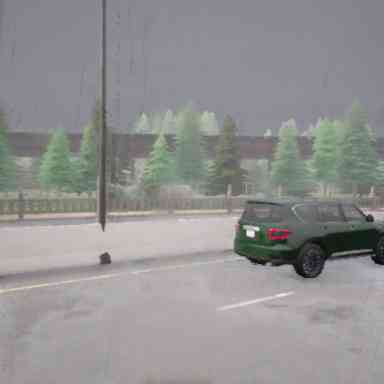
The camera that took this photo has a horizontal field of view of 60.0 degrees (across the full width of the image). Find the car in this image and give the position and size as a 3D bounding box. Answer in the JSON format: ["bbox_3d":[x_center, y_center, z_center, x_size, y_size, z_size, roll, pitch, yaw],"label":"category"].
[{"bbox_3d":[3.877,1.203,10.121,5.566,2.045,2.150,0,0,-30],"label":"car"}]
